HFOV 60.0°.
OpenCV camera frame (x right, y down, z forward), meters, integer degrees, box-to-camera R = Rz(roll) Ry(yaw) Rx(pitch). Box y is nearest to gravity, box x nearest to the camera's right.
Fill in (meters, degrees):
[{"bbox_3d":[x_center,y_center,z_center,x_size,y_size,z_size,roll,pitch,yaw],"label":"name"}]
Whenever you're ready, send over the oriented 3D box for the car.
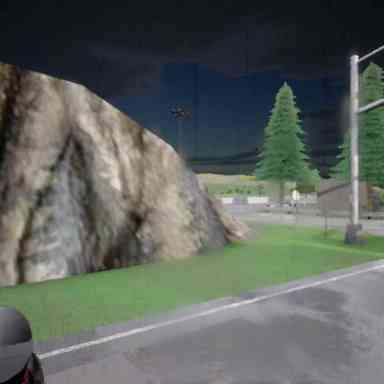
[{"bbox_3d":[-3.415,1.474,1.537,5.008,1.535,1.882,0,0,-35],"label":"car"}]
